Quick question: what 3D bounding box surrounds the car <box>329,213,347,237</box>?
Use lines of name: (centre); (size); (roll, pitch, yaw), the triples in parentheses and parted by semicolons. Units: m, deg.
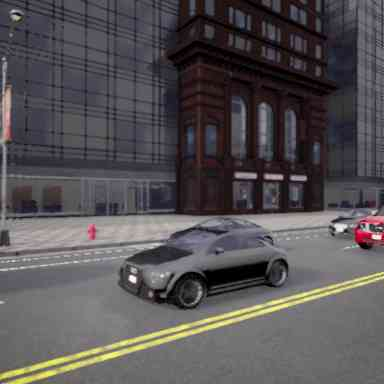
car: (9.582, 1.708, 18.485); (4.902, 1.511, 2.128); (1, -1, -35)

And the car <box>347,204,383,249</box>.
car: (9.301, 1.406, 14.297); (5.566, 2.045, 2.150); (1, 0, -36)

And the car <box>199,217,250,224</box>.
car: (1.128, 1.656, 12.464); (4.181, 1.385, 1.994); (1, 0, -35)

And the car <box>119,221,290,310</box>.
car: (0.410, 1.619, 7.971); (4.181, 1.385, 1.994); (1, -1, -36)
